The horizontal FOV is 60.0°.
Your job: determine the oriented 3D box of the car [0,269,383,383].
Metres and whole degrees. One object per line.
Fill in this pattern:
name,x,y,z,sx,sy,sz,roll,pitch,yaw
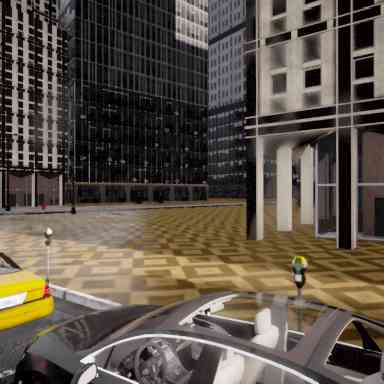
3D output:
car,0.273,1.551,2.683,4.403,1.369,2.008,0,0,36

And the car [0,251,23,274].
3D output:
car,-4.480,1.525,6.079,4.829,1.417,1.752,0,0,36
